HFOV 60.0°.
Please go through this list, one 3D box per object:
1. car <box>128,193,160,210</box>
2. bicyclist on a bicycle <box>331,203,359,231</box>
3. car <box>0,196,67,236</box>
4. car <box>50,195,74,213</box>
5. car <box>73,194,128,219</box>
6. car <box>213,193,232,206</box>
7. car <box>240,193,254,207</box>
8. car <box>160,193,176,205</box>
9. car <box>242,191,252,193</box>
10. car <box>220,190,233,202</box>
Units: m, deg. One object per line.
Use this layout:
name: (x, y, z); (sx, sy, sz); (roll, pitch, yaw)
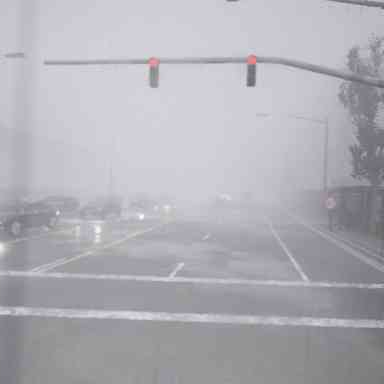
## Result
car: (-5.137, 1.149, 34.807); (1.895, 1.301, 4.718); (2, 1, 9)
bicyclist on a bicycle: (9.058, 1.507, 19.720); (1.656, 1.620, 0.582); (2, 0, 9)
car: (-8.277, 1.151, 16.000); (1.837, 1.490, 4.892); (2, 1, 8)
car: (-10.235, 1.002, 25.509); (1.837, 1.490, 4.892); (2, 1, 9)
car: (-6.756, 1.142, 25.130); (1.812, 1.442, 4.674); (2, 1, 10)
car: (4.052, 1.258, 46.203); (1.895, 1.301, 4.718); (2, 1, 10)
car: (7.794, 1.284, 47.340); (1.812, 1.442, 4.674); (2, 1, 10)
car: (-3.435, 0.944, 44.765); (1.837, 1.490, 4.892); (2, 1, 10)
car: (9.787, 0.836, 59.235); (2.150, 2.045, 5.566); (2, 1, 9)
car: (5.757, 0.756, 56.333); (2.150, 2.045, 5.566); (2, 1, 9)
